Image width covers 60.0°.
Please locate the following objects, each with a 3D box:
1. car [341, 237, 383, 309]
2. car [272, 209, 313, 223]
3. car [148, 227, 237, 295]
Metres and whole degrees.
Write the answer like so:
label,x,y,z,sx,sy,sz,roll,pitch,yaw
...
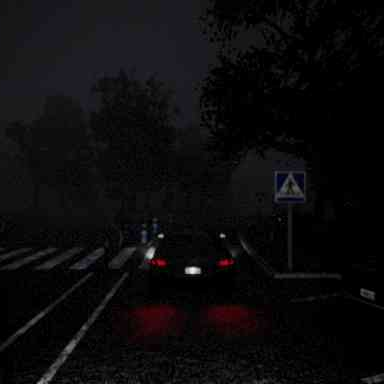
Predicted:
label,x,y,z,sx,sy,sz,roll,pitch,yaw
car,5.280,1.527,6.599,4.892,1.521,2.231,1,-1,-21
car,10.017,2.317,32.223,4.718,1.301,1.895,3,-2,-34
car,-0.003,1.609,8.893,1.994,1.385,4.181,0,0,-1
